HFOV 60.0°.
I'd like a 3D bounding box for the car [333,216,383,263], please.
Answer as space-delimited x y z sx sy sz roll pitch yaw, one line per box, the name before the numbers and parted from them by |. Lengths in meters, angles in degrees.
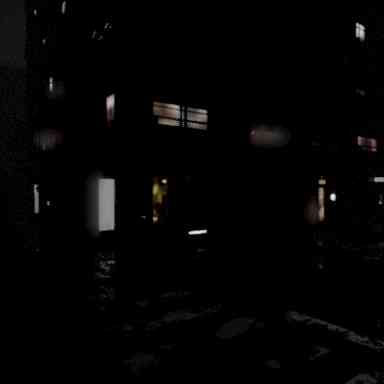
car | 6.542 1.497 11.236 4.403 1.369 2.008 0 0 -36
